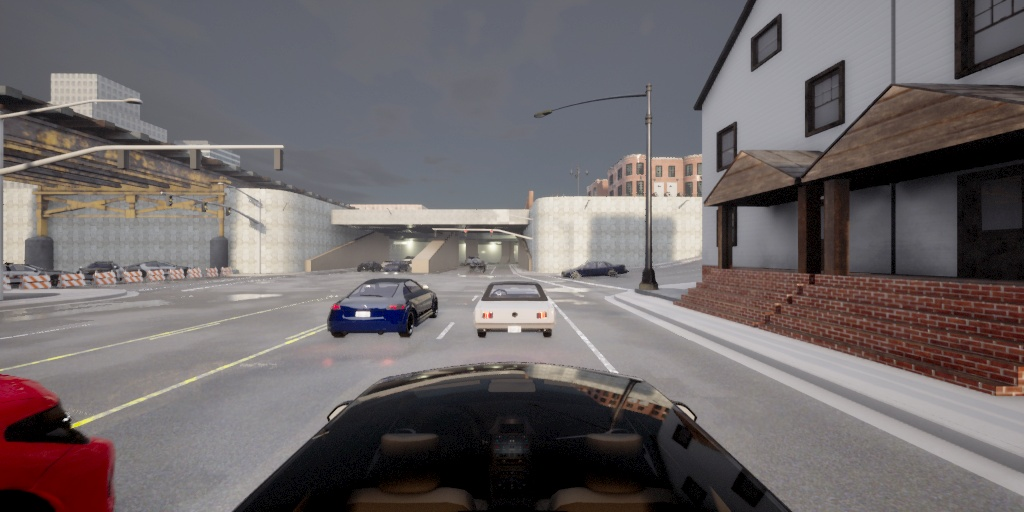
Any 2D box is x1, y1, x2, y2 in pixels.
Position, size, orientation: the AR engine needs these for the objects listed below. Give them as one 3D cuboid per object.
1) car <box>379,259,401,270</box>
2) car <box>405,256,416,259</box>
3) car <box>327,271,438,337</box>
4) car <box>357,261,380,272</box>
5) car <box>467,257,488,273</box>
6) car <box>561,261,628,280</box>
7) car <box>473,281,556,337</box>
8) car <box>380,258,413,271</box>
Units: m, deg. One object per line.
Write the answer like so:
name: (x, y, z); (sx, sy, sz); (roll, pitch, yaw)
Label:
car: (-18.564, 1.276, 54.839); (1.812, 1.442, 4.674); (0, 0, -1)
car: (-15.092, 1.241, 55.958); (2.128, 1.511, 4.902); (0, 0, -1)
car: (-3.432, 1.314, 10.284); (1.994, 1.385, 4.181); (0, 0, 0)
car: (-18.345, 1.314, 46.267); (1.994, 1.385, 4.181); (0, 0, -1)
car: (-4.152, 1.241, 44.599); (2.128, 1.511, 4.902); (0, 0, -1)
car: (6.867, 1.182, 30.221); (5.357, 1.411, 2.033); (-4, 0, 1)
car: (0.070, 1.351, 10.239); (1.895, 1.301, 4.718); (0, 0, 0)
car: (-14.848, 1.297, 46.355); (2.033, 1.411, 5.357); (0, 0, -1)
